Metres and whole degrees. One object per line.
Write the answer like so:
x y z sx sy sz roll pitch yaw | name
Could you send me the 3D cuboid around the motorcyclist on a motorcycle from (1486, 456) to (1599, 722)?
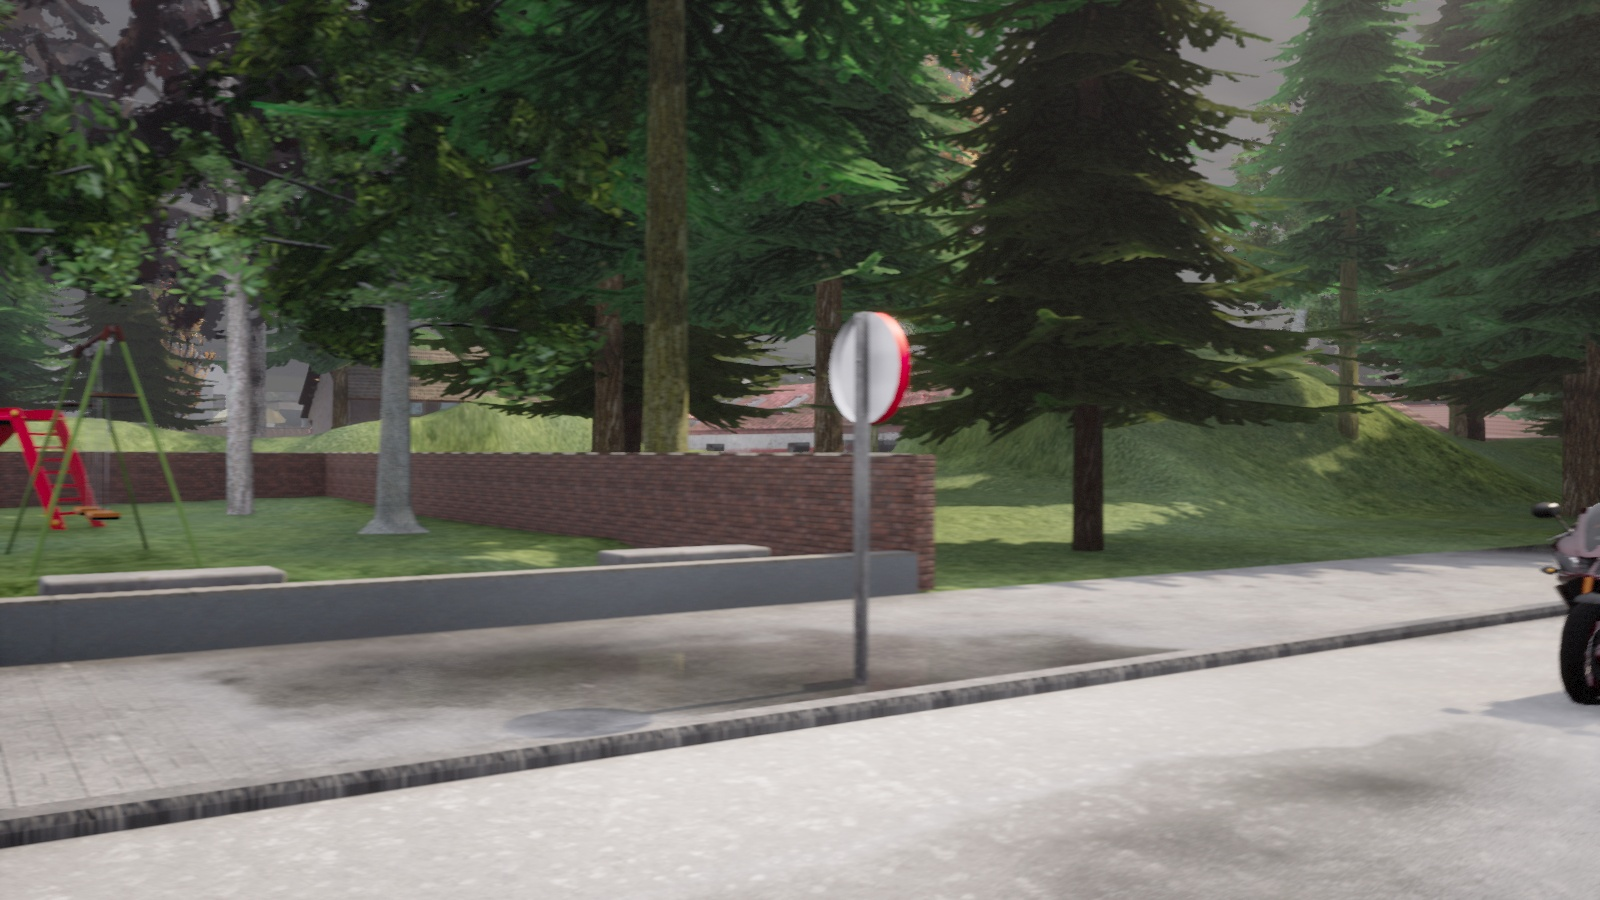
5.375 0.802 8.008 2.191 1.530 0.866 0 0 -35 | motorcyclist on a motorcycle
